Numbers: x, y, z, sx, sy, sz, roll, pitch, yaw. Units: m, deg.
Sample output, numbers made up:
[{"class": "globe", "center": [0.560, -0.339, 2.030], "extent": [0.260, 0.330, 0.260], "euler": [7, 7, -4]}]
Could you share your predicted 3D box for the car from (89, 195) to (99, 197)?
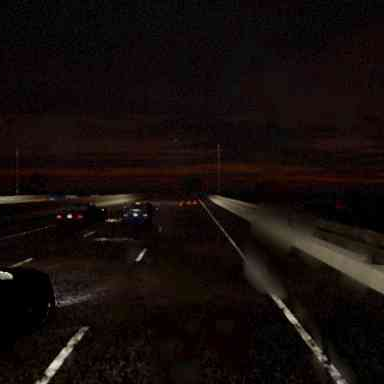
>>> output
[{"class": "car", "center": [-17.556, 1.210, 60.202], "extent": [1.994, 1.385, 4.181], "euler": [0, 0, 0]}]

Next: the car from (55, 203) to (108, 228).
[{"class": "car", "center": [-6.912, 1.430, 21.275], "extent": [2.033, 1.411, 5.357], "euler": [0, 0, 0]}]

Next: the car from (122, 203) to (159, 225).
[{"class": "car", "center": [-3.412, 1.423, 22.552], "extent": [2.033, 1.411, 5.357], "euler": [0, 0, 0]}]

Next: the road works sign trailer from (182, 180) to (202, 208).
[{"class": "road works sign trailer", "center": [-0.021, 0.224, 42.022], "extent": [2.380, 3.560, 2.880], "euler": [0, 0, 0]}]

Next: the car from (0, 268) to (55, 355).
[{"class": "car", "center": [-3.402, 1.541, 4.190], "extent": [1.994, 1.385, 4.181], "euler": [0, 0, 0]}]

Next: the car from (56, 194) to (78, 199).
[{"class": "car", "center": [-21.058, 1.266, 57.347], "extent": [1.895, 1.301, 4.718], "euler": [0, 0, 1]}]

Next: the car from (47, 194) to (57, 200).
[{"class": "car", "center": [-24.545, 1.173, 60.046], "extent": [1.812, 1.442, 4.674], "euler": [0, 0, 0]}]
